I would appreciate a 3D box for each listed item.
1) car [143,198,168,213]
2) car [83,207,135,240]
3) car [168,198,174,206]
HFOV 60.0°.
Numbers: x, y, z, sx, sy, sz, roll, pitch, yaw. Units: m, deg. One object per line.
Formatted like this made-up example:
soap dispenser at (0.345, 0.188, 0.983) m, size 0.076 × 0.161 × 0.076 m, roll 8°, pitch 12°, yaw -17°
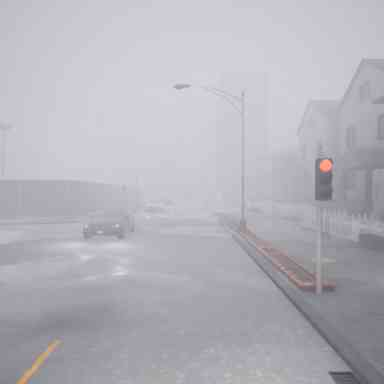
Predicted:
car at (-4.094, 1.516, 37.108) m, size 1.812 × 1.442 × 4.674 m, roll 0°, pitch 0°, yaw 0°
car at (-4.100, 1.521, 17.100) m, size 1.812 × 1.442 × 4.674 m, roll 0°, pitch 0°, yaw 0°
car at (-4.059, 1.587, 55.856) m, size 1.895 × 1.301 × 4.718 m, roll 0°, pitch 0°, yaw 0°
